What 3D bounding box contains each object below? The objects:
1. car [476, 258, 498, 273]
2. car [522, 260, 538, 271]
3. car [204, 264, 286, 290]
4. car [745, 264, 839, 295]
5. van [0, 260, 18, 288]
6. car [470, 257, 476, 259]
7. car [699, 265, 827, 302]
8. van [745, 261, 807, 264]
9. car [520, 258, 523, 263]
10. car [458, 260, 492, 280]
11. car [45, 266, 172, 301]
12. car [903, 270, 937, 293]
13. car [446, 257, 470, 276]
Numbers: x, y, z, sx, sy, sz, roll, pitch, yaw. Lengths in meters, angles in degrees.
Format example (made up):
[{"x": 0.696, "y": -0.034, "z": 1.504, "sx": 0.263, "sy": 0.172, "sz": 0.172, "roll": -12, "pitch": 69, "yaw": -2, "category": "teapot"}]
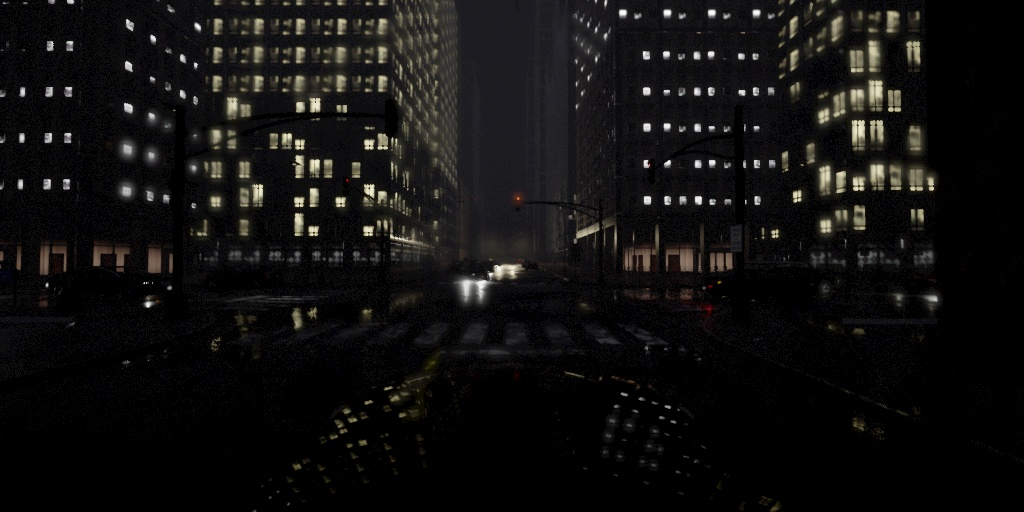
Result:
[{"x": -3.111, "y": 1.310, "z": 43.847, "sx": 2.033, "sy": 1.411, "sz": 5.357, "roll": 0, "pitch": 0, "yaw": 0, "category": "car"}, {"x": 2.677, "y": 1.346, "z": 48.817, "sx": 1.802, "sy": 1.307, "sz": 4.207, "roll": 0, "pitch": 0, "yaw": 0, "category": "car"}, {"x": -16.498, "y": 1.254, "z": 22.163, "sx": 4.097, "sy": 1.591, "sz": 1.967, "roll": 0, "pitch": 0, "yaw": 0, "category": "car"}, {"x": 14.868, "y": 1.320, "z": 19.526, "sx": 4.892, "sy": 1.490, "sz": 1.837, "roll": 0, "pitch": -1, "yaw": 0, "category": "car"}, {"x": -33.444, "y": 1.130, "z": 22.196, "sx": 3.998, "sy": 1.789, "sz": 1.690, "roll": 0, "pitch": 0, "yaw": 0, "category": "van"}, {"x": -5.704, "y": 1.079, "z": 48.753, "sx": 2.192, "sy": 1.841, "sz": 5.009, "roll": 0, "pitch": 0, "yaw": 0, "category": "car"}, {"x": 11.100, "y": 1.272, "z": 16.374, "sx": 4.674, "sy": 1.442, "sz": 1.812, "roll": 0, "pitch": -1, "yaw": 2, "category": "car"}, {"x": 15.975, "y": 1.209, "z": 22.098, "sx": 3.998, "sy": 1.789, "sz": 1.690, "roll": 0, "pitch": 0, "yaw": 0, "category": "van"}, {"x": 2.675, "y": 1.294, "z": 60.143, "sx": 1.751, "sy": 1.417, "sz": 4.829, "roll": 0, "pitch": 0, "yaw": 0, "category": "car"}, {"x": -3.109, "y": 1.322, "z": 30.880, "sx": 1.994, "sy": 1.385, "sz": 4.181, "roll": 0, "pitch": 0, "yaw": 0, "category": "car"}, {"x": -18.092, "y": 1.190, "z": 16.391, "sx": 4.902, "sy": 1.511, "sz": 2.128, "roll": 0, "pitch": -1, "yaw": 0, "category": "car"}, {"x": 24.348, "y": 1.312, "z": 19.503, "sx": 5.008, "sy": 1.535, "sz": 1.882, "roll": 0, "pitch": -1, "yaw": 0, "category": "car"}, {"x": -5.700, "y": 1.201, "z": 37.602, "sx": 1.967, "sy": 1.591, "sz": 4.097, "roll": 0, "pitch": 0, "yaw": 0, "category": "car"}]
